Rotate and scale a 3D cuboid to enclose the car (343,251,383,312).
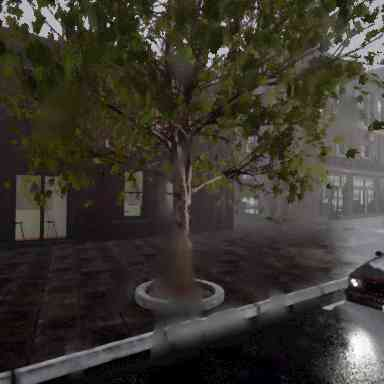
[{"bbox_3d":[5.403,1.548,7.008,5.357,1.411,2.033,0,0,-36],"label":"car"}]
